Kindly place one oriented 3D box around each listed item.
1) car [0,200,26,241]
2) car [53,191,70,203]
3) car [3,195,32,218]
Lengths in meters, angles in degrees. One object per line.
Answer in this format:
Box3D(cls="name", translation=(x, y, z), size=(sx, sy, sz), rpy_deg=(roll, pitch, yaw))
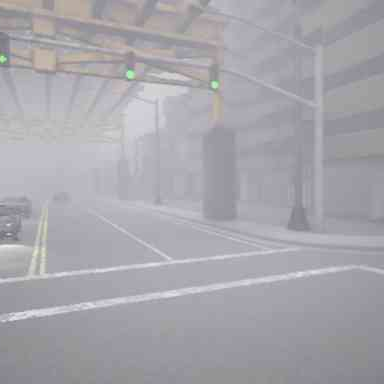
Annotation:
Box3D(cls="car", translation=(-8.490, 1.277, 14.282), size=(1.994, 1.385, 4.181), rpy_deg=(-1, 2, -24))
Box3D(cls="car", translation=(-16.761, 0.591, 42.680), size=(1.812, 1.442, 4.674), rpy_deg=(-1, 2, -23))
Box3D(cls="car", translation=(-12.626, 0.987, 23.851), size=(1.882, 1.535, 5.008), rpy_deg=(-1, 2, -23))
